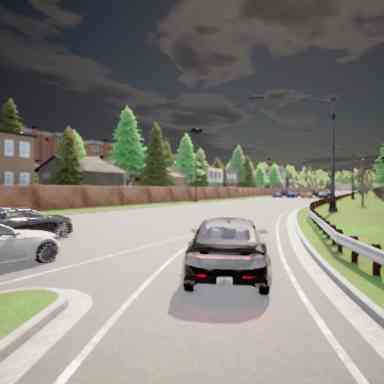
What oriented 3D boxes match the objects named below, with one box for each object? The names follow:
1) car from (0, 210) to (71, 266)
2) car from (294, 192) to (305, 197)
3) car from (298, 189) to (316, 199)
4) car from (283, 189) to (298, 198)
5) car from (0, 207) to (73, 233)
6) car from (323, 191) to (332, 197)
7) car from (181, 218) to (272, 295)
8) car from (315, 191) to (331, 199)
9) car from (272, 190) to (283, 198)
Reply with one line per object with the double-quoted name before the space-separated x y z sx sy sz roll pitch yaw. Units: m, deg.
"car" -5.813 1.439 8.906 1.812 1.442 4.674 0 1 28
"car" 28.821 0.642 89.131 1.895 1.301 4.718 0 1 28
"car" 27.186 0.628 78.602 2.097 1.767 4.553 0 1 28
"car" 23.914 0.737 79.905 1.882 1.535 5.008 0 1 28
"car" -7.210 1.360 13.723 2.128 1.511 4.902 0 1 28
"car" 34.987 0.580 85.817 1.837 1.490 4.892 0 1 28
"car" 0.930 1.411 8.560 2.128 1.511 4.902 0 1 8
"car" 30.304 0.884 77.014 1.895 1.301 4.718 0 1 28
"car" 21.019 0.764 81.917 1.812 1.442 4.674 0 1 28
